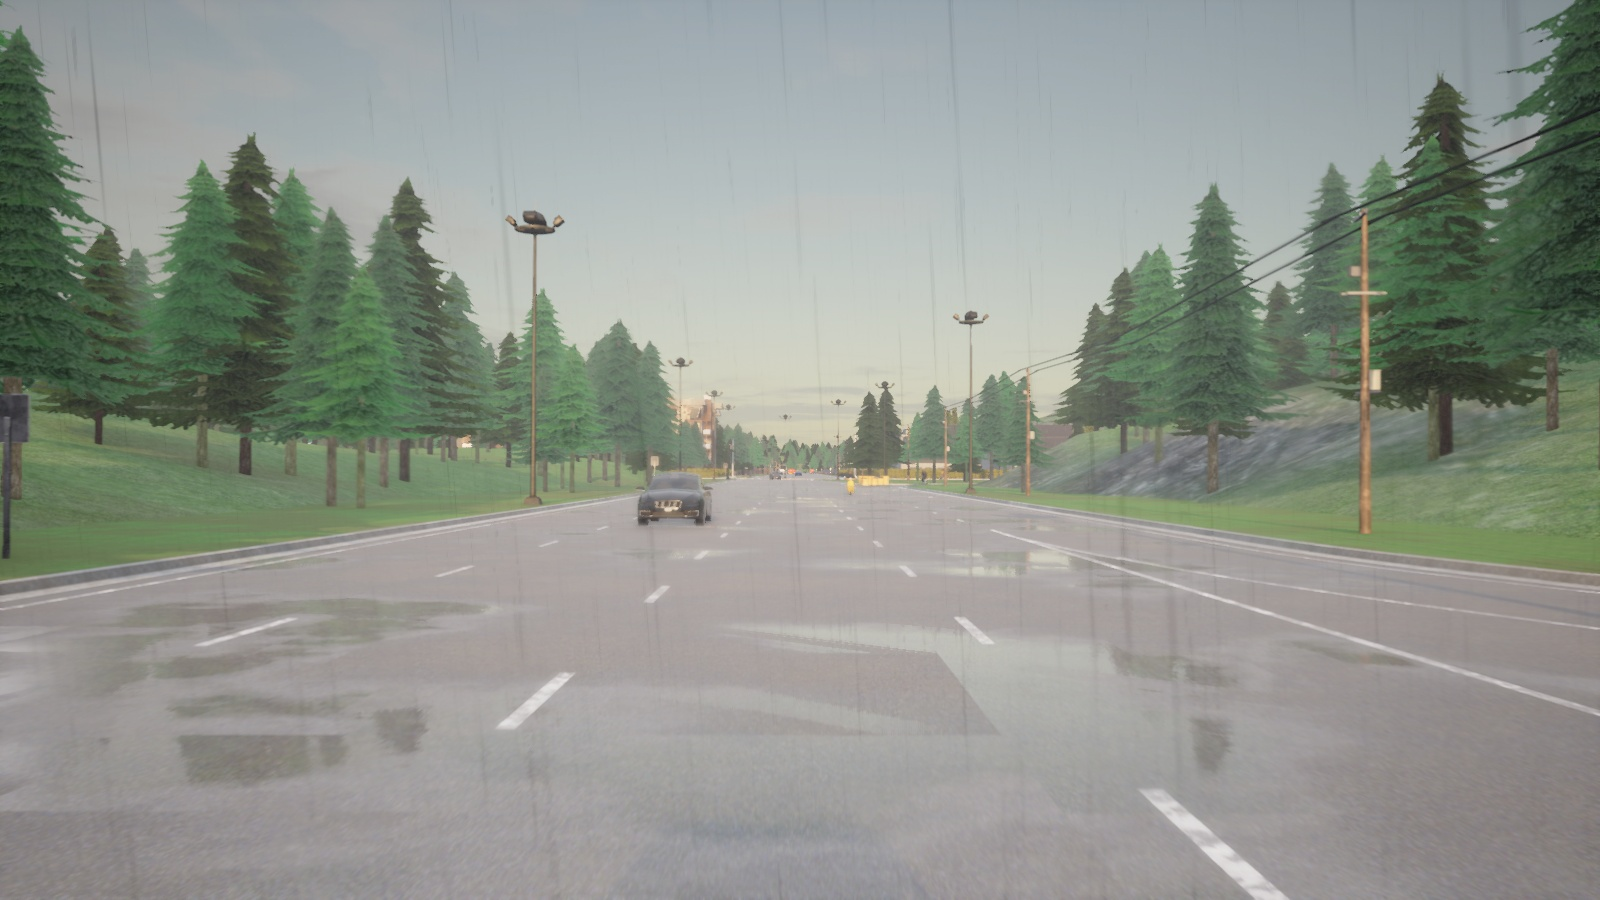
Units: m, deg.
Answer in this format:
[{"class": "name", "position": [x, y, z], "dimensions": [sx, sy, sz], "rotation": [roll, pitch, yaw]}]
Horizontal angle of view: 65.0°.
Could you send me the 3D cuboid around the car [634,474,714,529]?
[{"class": "car", "position": [-3.589, 1.445, 36.526], "dimensions": [1.837, 1.490, 4.892], "rotation": [0, -1, 0]}]
